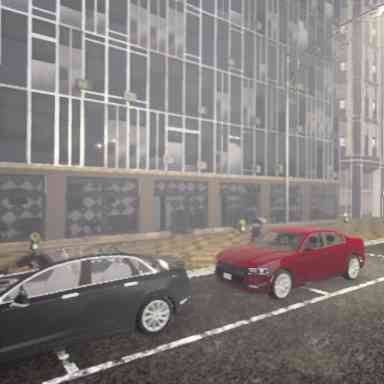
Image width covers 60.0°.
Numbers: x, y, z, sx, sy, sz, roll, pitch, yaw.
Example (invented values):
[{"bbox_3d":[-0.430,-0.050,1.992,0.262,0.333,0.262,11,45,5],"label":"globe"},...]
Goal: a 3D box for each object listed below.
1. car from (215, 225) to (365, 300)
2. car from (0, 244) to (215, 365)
[{"bbox_3d":[2.594,1.555,8.405,4.507,1.381,1.887,0,0,-36],"label":"car"},{"bbox_3d":[-2.037,1.553,5.101,4.403,1.369,2.008,0,0,-36],"label":"car"}]
